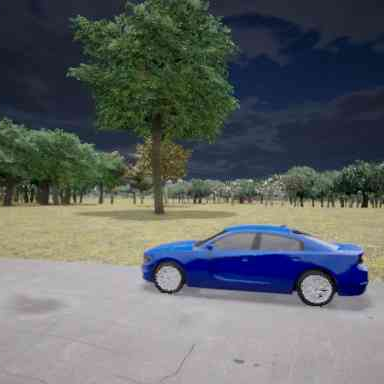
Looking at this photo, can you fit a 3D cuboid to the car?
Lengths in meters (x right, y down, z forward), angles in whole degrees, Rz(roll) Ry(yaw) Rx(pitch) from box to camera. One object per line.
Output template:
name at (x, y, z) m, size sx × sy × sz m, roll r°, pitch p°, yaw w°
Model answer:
car at (1.289, 1.511, 7.762) m, size 5.008 × 1.535 × 1.882 m, roll 0°, pitch -1°, yaw 15°
